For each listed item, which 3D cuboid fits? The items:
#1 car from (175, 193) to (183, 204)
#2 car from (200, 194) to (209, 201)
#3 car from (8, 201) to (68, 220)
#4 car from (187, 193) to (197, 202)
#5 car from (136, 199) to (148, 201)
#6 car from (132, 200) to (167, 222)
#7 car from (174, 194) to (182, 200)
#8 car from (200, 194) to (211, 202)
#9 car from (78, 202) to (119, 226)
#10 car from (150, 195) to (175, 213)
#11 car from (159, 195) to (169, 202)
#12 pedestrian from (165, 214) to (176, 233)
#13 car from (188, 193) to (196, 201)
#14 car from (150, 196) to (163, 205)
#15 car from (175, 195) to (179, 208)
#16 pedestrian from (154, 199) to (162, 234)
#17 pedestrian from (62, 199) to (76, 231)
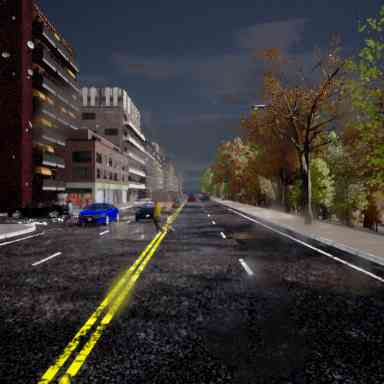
[{"bbox_3d":[-3.308,1.367,64.077,2.097,1.767,4.553,0,0,1],"label":"car"},{"bbox_3d":[3.236,1.294,84.524,2.097,1.767,4.553,0,0,0],"label":"car"},{"bbox_3d":[-13.958,1.644,30.337,5.008,1.535,1.882,-1,1,-10],"label":"car"},{"bbox_3d":[-0.012,1.491,74.137,1.882,1.535,5.008,0,0,0],"label":"car"},{"bbox_3d":[-6.606,1.607,43.833,1.895,1.301,4.718,0,0,0],"label":"car"},{"bbox_3d":[-3.366,1.609,27.018,1.994,1.385,4.181,0,0,0],"label":"car"},{"bbox_3d":[-3.263,1.139,79.543,1.837,1.490,4.892,0,0,0],"label":"car"},{"bbox_3d":[3.237,1.514,74.138,1.837,1.490,4.892,0,0,0],"label":"car"},{"bbox_3d":[-6.616,1.534,24.042,1.882,1.535,5.008,0,0,0],"label":"car"},{"bbox_3d":[-3.361,1.371,38.001,2.097,1.767,4.553,0,0,0],"label":"car"},{"bbox_3d":[-6.513,1.464,76.922,1.882,1.535,5.008,0,0,0],"label":"car"},{"bbox_3d":[-1.209,1.675,18.408,0.500,1.100,0.500,0,0,0],"label":"pedestrian"},{"bbox_3d":[-0.015,1.164,84.583,2.150,2.045,5.566,0,0,0],"label":"car"},{"bbox_3d":[-6.572,1.521,61.593,1.837,1.490,4.892,0,0,0],"label":"car"},{"bbox_3d":[-3.354,1.572,49.078,1.994,1.385,4.181,0,0,0],"label":"car"},{"bbox_3d":[-1.837,1.295,17.807,0.375,1.860,0.375,0,0,0],"label":"pedestrian"},{"bbox_3d":[-7.044,1.296,19.008,0.375,1.860,0.375,0,0,0],"label":"pedestrian"}]
